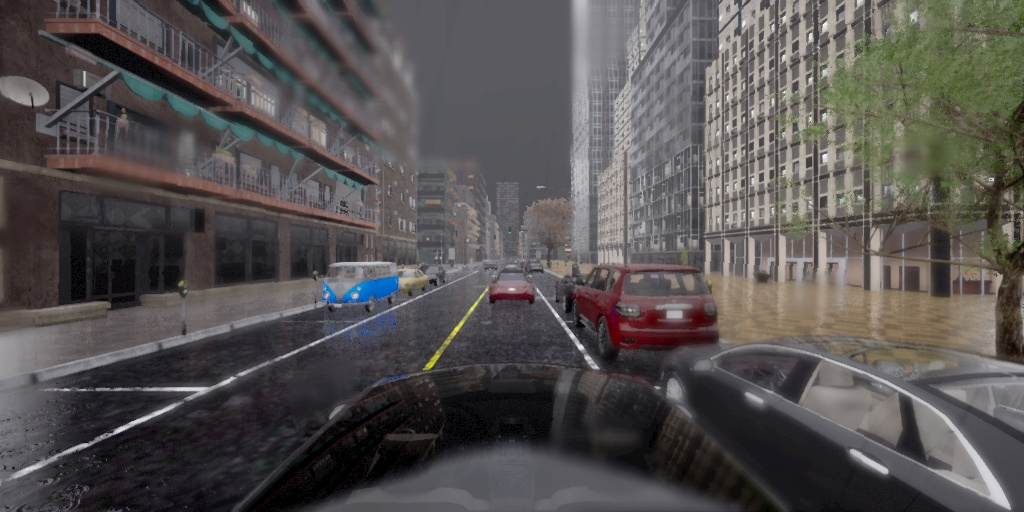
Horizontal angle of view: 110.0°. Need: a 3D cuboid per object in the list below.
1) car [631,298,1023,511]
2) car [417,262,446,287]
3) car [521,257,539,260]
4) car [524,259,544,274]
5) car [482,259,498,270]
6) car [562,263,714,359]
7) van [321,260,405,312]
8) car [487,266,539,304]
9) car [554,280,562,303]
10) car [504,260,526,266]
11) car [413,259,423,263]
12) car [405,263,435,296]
[{"bbox_3d":[2.691,1.297,2.768,2.007,1.370,4.403,0,0,0],"label":"car"},{"bbox_3d":[-5.690,1.321,24.859,1.948,1.339,4.313,0,0,0],"label":"car"},{"bbox_3d":[2.692,1.092,46.950,2.192,1.841,5.009,0,0,0],"label":"car"},{"bbox_3d":[2.692,1.337,41.427,1.948,1.339,4.313,0,0,0],"label":"car"},{"bbox_3d":[-3.000,1.386,52.500,2.033,1.411,5.357,0,0,0],"label":"car"},{"bbox_3d":[2.692,1.062,8.291,2.192,1.841,5.009,0,0,0],"label":"car"},{"bbox_3d":[-5.690,1.090,13.814,1.690,1.789,3.998,0,0,0],"label":"van"},{"bbox_3d":[0.000,1.324,16.500,1.994,1.385,4.181,0,0,0],"label":"car"},{"bbox_3d":[2.692,1.315,13.813,1.948,1.339,4.313,0,0,0],"label":"car"},{"bbox_3d":[0.000,1.295,31.500,1.812,1.442,4.674,0,0,0],"label":"car"},{"bbox_3d":[-16.435,1.132,59.922,4.403,1.370,2.007,0,0,-1],"label":"car"},{"bbox_3d":[-5.690,1.277,19.167,1.751,1.417,4.829,0,0,0],"label":"car"}]
